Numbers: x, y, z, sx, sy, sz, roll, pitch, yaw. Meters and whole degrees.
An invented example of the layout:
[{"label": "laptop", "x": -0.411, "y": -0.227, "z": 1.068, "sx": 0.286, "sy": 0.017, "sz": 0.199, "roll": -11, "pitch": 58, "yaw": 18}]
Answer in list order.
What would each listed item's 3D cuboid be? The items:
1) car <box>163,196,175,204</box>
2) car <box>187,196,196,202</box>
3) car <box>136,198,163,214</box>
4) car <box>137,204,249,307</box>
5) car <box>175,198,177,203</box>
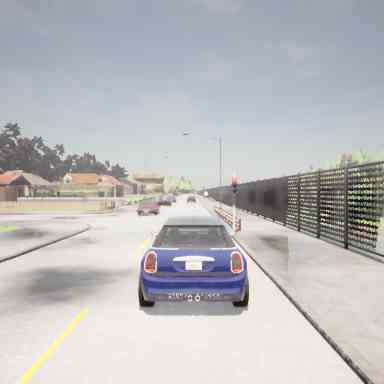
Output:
[{"label": "car", "x": -4.190, "y": 1.601, "z": 51.906, "sx": 1.895, "sy": 1.301, "sz": 4.718, "roll": 0, "pitch": 0, "yaw": 0}, {"label": "car", "x": -0.113, "y": 1.524, "z": 73.005, "sx": 1.812, "sy": 1.442, "sz": 4.674, "roll": 0, "pitch": 0, "yaw": 0}, {"label": "car", "x": -4.158, "y": 1.525, "z": 32.454, "sx": 1.812, "sy": 1.442, "sz": 4.674, "roll": 0, "pitch": 0, "yaw": 0}, {"label": "car", "x": 0.038, "y": 1.352, "z": 8.138, "sx": 2.097, "sy": 1.767, "sz": 4.553, "roll": 0, "pitch": 0, "yaw": 0}, {"label": "car", "x": -4.136, "y": 1.525, "z": 67.451, "sx": 1.812, "sy": 1.442, "sz": 4.674, "roll": 0, "pitch": 0, "yaw": 0}]
